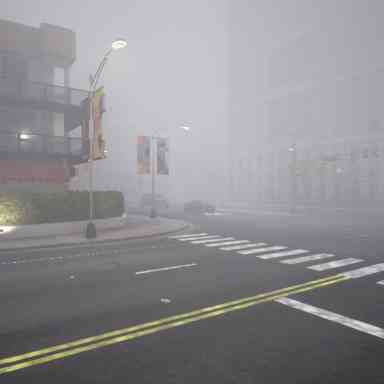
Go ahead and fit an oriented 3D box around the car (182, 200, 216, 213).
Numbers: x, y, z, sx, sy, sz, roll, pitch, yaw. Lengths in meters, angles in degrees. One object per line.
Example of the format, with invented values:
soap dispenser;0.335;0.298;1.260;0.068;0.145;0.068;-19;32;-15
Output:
car;0.733;1.564;36.698;1.994;1.385;4.181;0;0;-35

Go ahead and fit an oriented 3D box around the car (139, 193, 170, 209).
car;-5.203;1.221;45.335;2.150;2.045;5.566;0;0;-35
